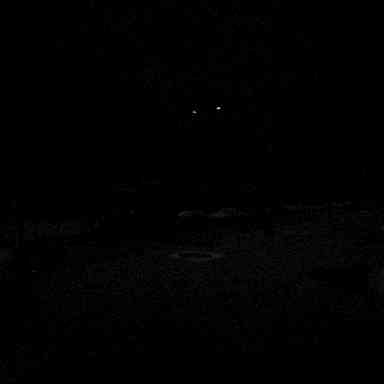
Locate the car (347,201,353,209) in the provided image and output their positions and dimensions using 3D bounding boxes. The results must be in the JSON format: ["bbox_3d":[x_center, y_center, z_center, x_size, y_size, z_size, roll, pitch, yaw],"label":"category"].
[{"bbox_3d":[27.930,2.484,61.608,1.947,1.339,4.313,-1,-1,35],"label":"car"}]

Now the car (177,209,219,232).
[{"bbox_3d":[-0.217,1.816,21.961,1.802,1.307,4.206,-1,-1,35],"label":"car"}]

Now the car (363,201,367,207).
[{"bbox_3d":[40.440,2.788,79.228,1.947,1.339,4.313,-1,-1,35],"label":"car"}]

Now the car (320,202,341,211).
[{"bbox_3d":[21.676,2.319,52.798,2.008,1.369,4.403,-1,-1,35],"label":"car"}]

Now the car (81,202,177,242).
[{"bbox_3d":[-3.344,1.473,17.561,2.192,1.841,5.009,-1,-1,35],"label":"car"}]

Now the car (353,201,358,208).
[{"bbox_3d":[31.058,2.576,66.014,1.802,1.307,4.206,-1,-1,35],"label":"car"}]

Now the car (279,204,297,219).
[{"bbox_3d":[9.165,2.030,35.177,1.947,1.339,4.313,-1,-1,35],"label":"car"}]

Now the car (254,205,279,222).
[{"bbox_3d":[6.038,1.954,30.772,1.947,1.339,4.313,-1,-1,35],"label":"car"}]

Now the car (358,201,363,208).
[{"bbox_3d":[34.185,2.635,70.419,1.947,1.339,4.313,-1,-1,35],"label":"car"}]

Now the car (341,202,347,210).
[{"bbox_3d":[24.705,2.366,57.066,1.752,1.417,4.829,-1,-1,35],"label":"car"}]

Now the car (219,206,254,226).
[{"bbox_3d":[2.812,1.834,26.229,1.752,1.417,4.829,-1,-1,35],"label":"car"}]

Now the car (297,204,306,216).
[{"bbox_3d":[12.293,2.091,39.583,2.008,1.369,4.403,-1,-1,35],"label":"car"}]
